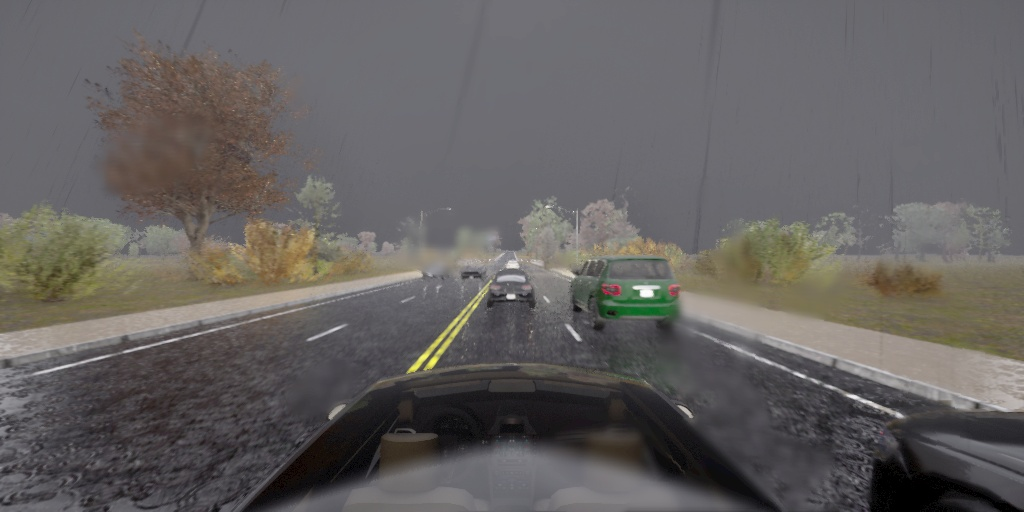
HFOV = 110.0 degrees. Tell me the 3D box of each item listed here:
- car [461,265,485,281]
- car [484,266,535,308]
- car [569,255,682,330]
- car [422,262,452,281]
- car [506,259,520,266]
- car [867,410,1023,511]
[{"bbox_3d":[-3.291,1.438,31.453,1.895,1.301,4.718,0,0,0],"label":"car"},{"bbox_3d":[-0.027,1.319,15.474,1.812,1.442,4.674,0,0,0],"label":"car"},{"bbox_3d":[3.248,1.002,11.343,2.150,2.045,5.566,0,0,0],"label":"car"},{"bbox_3d":[-6.540,1.330,31.674,2.128,1.511,4.902,0,0,0],"label":"car"},{"bbox_3d":[0.089,1.410,49.482,1.812,1.442,4.674,0,0,0],"label":"car"},{"bbox_3d":[3.249,1.237,0.312,2.128,1.511,4.902,0,0,0],"label":"car"}]
